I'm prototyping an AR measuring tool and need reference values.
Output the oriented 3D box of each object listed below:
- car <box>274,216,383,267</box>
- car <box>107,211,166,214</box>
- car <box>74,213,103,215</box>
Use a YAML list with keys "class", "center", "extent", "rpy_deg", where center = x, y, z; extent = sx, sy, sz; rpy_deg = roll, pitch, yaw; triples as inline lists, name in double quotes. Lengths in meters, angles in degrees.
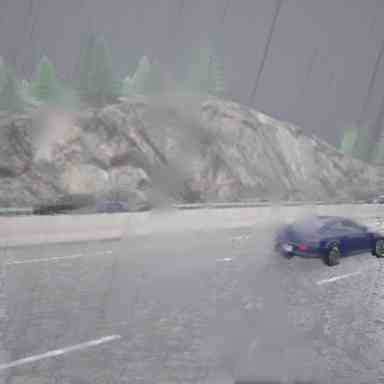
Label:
- class: "car"
  center: [4.788, 1.542, 11.453]
  extent: [4.674, 1.442, 1.812]
  rpy_deg: [0, 0, -35]
- class: "car"
  center: [-3.258, 1.526, 23.141]
  extent: [4.892, 1.490, 1.837]
  rpy_deg: [1, 0, -35]
- class: "car"
  center: [-6.571, 1.565, 25.090]
  extent: [5.357, 1.411, 2.033]
  rpy_deg: [0, 0, -35]
